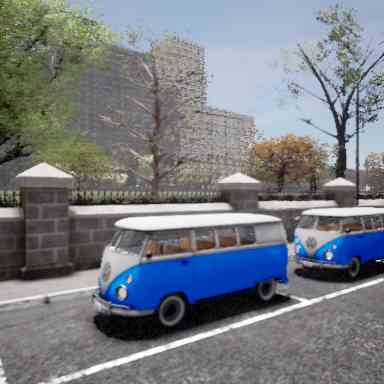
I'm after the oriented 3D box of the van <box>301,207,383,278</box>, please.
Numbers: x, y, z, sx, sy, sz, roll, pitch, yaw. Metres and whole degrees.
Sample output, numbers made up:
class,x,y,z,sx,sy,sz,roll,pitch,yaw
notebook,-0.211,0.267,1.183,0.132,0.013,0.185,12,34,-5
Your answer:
class,x,y,z,sx,sy,sz,roll,pitch,yaw
van,4.754,1.373,9.951,3.998,1.788,1.690,0,0,-36

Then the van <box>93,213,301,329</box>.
class,x,y,z,sx,sy,sz,roll,pitch,yaw
van,0.172,1.354,6.682,3.998,1.788,1.690,0,0,-36
